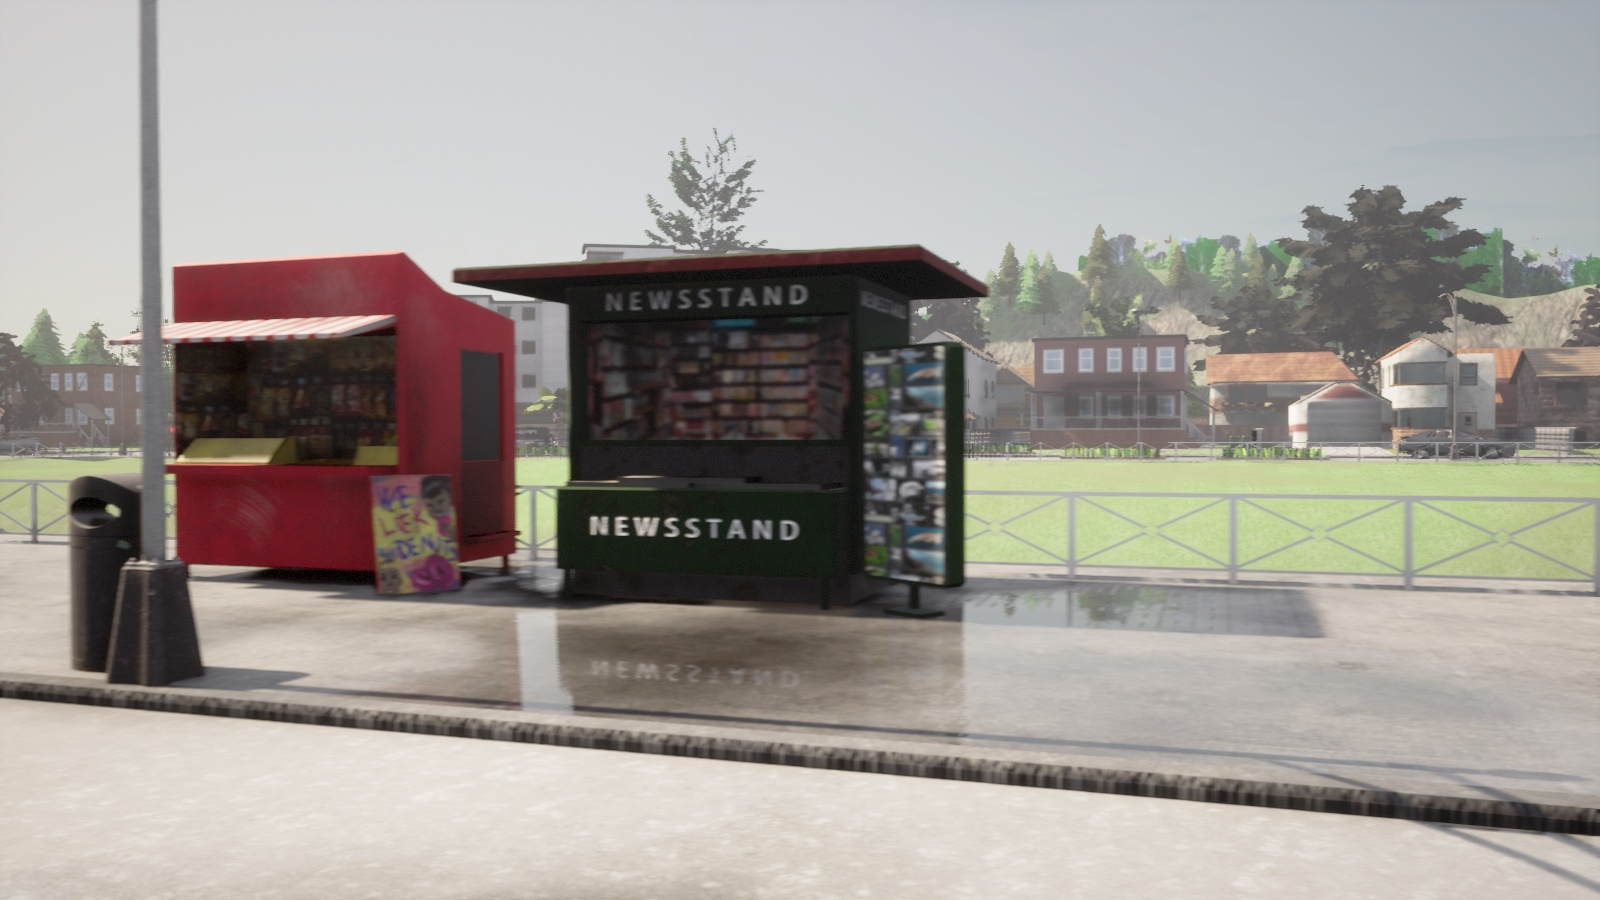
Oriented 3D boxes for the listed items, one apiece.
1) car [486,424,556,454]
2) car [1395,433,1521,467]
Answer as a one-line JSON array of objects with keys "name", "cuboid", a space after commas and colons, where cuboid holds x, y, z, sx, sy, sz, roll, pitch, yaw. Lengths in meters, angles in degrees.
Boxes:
[{"name": "car", "cuboid": [-17.531, -0.708, 78.939, 3.866, 1.878, 1.905, 1, 1, 19]}, {"name": "car", "cuboid": [30.563, -0.040, 58.528, 4.902, 1.511, 2.128, 1, 1, 19]}]
